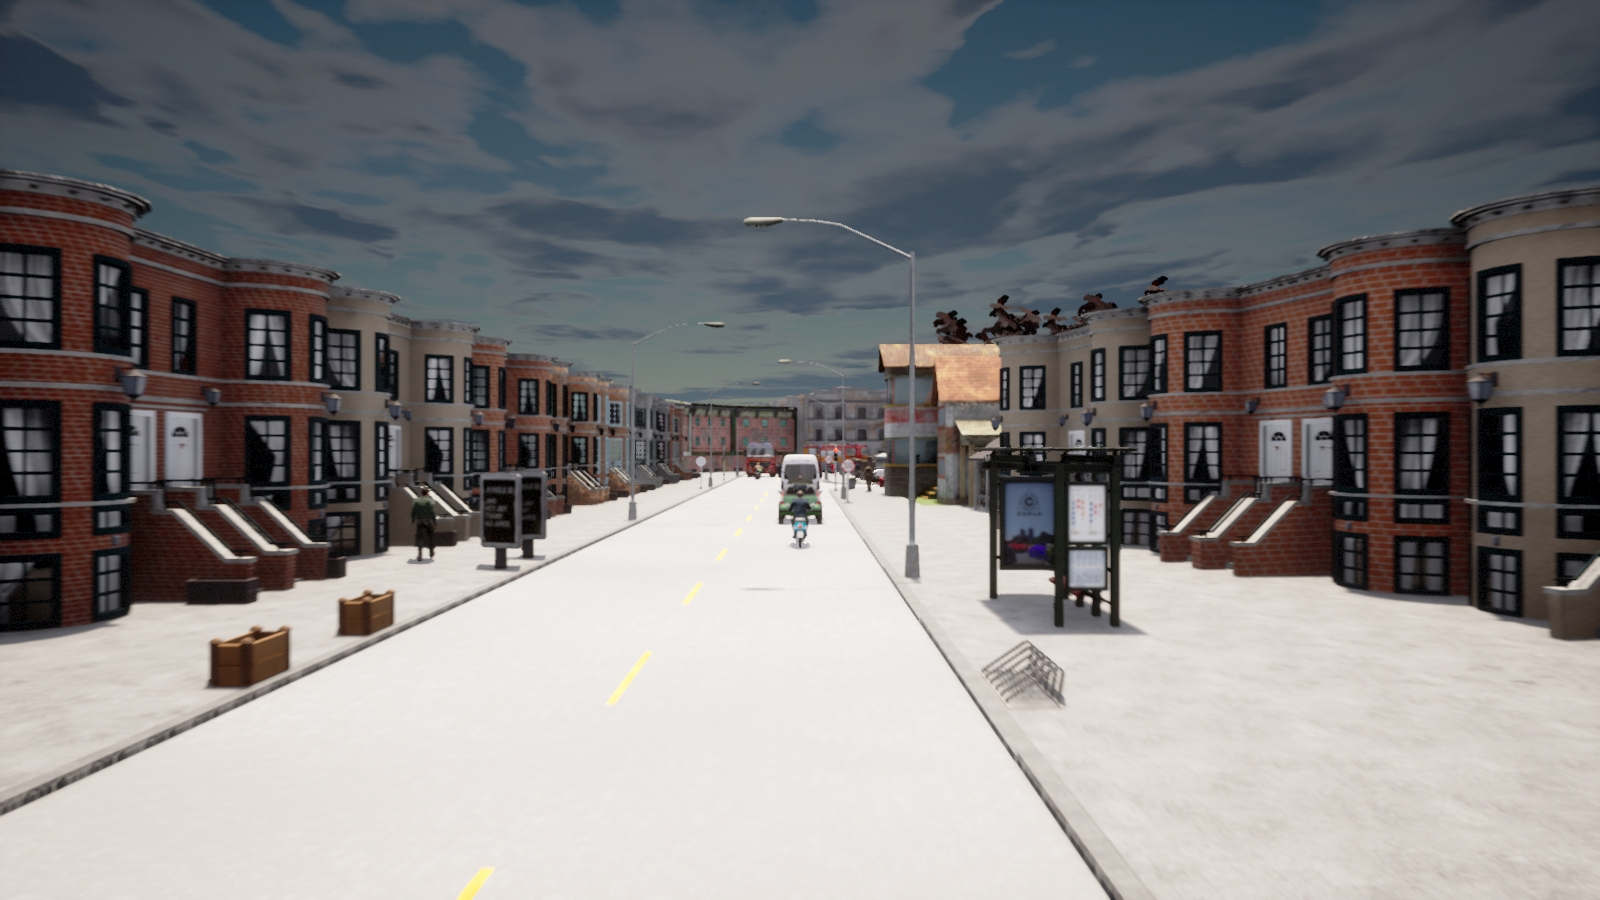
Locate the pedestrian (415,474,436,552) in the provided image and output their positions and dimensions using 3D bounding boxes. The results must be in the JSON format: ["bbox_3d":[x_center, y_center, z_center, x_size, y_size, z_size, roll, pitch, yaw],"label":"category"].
[{"bbox_3d":[-9.034,1.523,27.558,0.375,1.860,0.375,0,0,2],"label":"pedestrian"}]

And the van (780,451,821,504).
[{"bbox_3d":[0.008,1.312,58.268,1.988,2.561,5.915,0,0,0],"label":"van"}]

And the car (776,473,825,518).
[{"bbox_3d":[0.007,1.778,45.349,1.851,1.617,3.988,0,0,0],"label":"car"}]

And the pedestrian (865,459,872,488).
[{"bbox_3d":[4.412,1.521,73.358,0.375,1.860,0.375,0,0,-4],"label":"pedestrian"}]
